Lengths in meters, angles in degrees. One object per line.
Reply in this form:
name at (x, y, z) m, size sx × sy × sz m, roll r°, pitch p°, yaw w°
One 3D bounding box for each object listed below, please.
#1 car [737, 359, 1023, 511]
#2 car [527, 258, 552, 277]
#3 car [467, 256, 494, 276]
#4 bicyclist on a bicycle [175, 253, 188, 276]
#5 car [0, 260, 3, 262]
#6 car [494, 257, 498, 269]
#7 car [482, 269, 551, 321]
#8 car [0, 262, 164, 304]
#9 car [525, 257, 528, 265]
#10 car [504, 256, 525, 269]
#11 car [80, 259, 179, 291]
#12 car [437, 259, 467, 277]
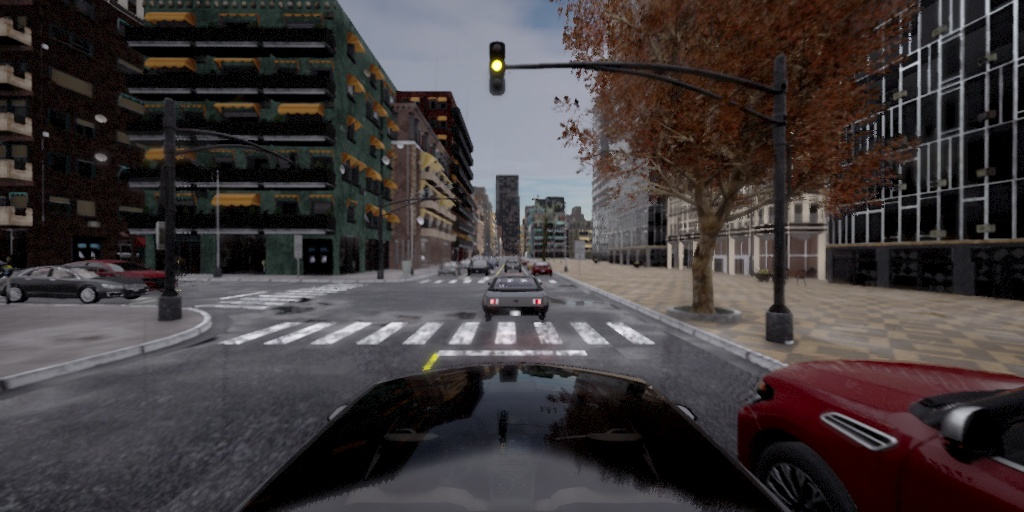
car at (2.691, 1.071, 0.581) m, size 2.192 × 1.841 × 5.009 m, roll 0°, pitch 0°, yaw 0°
car at (2.695, 1.127, 32.968) m, size 1.888 × 1.381 × 4.507 m, roll 0°, pitch 0°, yaw 0°
car at (-3.090, 1.053, 34.252) m, size 1.882 × 1.535 × 5.008 m, roll 0°, pitch 0°, yaw 0°
bicyclist on a bicycle at (-23.166, 0.629, 24.809) m, size 0.582 × 1.620 × 1.656 m, roll 1°, pitch 1°, yaw -1°
car at (-33.186, 0.755, 21.766) m, size 4.403 × 1.370 × 2.007 m, roll 0°, pitch 0°, yaw -1°
car at (-3.074, 1.125, 44.841) m, size 1.895 × 1.301 × 4.718 m, roll 0°, pitch 0°, yaw 0°
car at (0.100, 1.291, 12.204) m, size 1.895 × 1.301 × 4.718 m, roll 0°, pitch 0°, yaw 0°
car at (-16.433, 1.024, 13.554) m, size 4.403 × 1.370 × 2.007 m, roll 0°, pitch 0°, yaw -1°
car at (2.696, 1.054, 44.203) m, size 1.751 × 1.417 × 4.829 m, roll 0°, pitch 0°, yaw 0°
car at (0.105, 1.033, 41.164) m, size 2.128 × 1.511 × 4.902 m, roll 0°, pitch 0°, yaw 0°
car at (-17.971, 0.918, 16.124) m, size 5.008 × 1.535 × 1.882 m, roll 1°, pitch 0°, yaw -1°
car at (-5.685, 1.132, 32.969) m, size 2.007 × 1.370 × 4.403 m, roll 0°, pitch 0°, yaw 0°
